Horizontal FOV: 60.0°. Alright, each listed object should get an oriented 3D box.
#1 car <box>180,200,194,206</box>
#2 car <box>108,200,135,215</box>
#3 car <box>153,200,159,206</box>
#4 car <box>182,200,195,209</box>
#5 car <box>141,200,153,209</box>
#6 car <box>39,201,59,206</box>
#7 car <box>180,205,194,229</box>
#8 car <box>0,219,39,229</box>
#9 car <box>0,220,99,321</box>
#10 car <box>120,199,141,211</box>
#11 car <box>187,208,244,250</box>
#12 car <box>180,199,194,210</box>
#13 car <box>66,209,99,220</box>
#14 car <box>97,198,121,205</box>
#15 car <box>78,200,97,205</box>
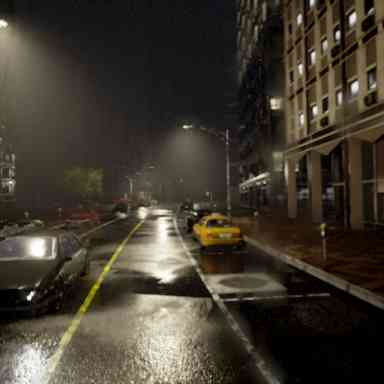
[{"bbox_3d":[-0.638,1.902,43.445,1.947,1.339,4.313,0,0,0],"label":"car"},{"bbox_3d":[-8.625,2.027,41.102,1.947,1.339,4.313,0,-1,-1],"label":"car"},{"bbox_3d":[-7.890,2.237,68.355,2.008,1.369,4.403,0,0,4],"label":"car"},{"bbox_3d":[-0.536,1.970,54.775,1.887,1.381,4.507,0,0,2],"label":"car"},{"bbox_3d":[-8.467,2.150,57.554,2.008,1.369,4.403,0,0,2],"label":"car"},{"bbox_3d":[-37.357,3.068,88.008,4.403,1.369,2.008,-1,-2,12],"label":"car"},{"bbox_3d":[0.463,1.707,20.352,1.947,1.339,4.313,0,-1,-5],"label":"car"},{"bbox_3d":[-6.877,1.773,12.983,1.947,1.339,4.313,0,-1,-6],"label":"car"},{"bbox_3d":[-3.677,1.665,7.968,2.033,1.411,5.357,-1,0,-7],"label":"car"},{"bbox_3d":[-8.667,2.033,46.430,1.752,1.417,4.829,0,0,0],"label":"car"},{"bbox_3d":[1.002,1.617,14.701,1.752,1.417,4.829,0,-1,-6],"label":"car"},{"bbox_3d":[-0.638,1.822,49.134,1.967,1.590,4.097,0,0,1],"label":"car"},{"bbox_3d":[-7.886,1.893,24.283,1.802,1.307,4.206,0,-1,-4],"label":"car"},{"bbox_3d":[-20.977,2.664,84.404,4.313,1.339,1.947,-1,-2,12],"label":"car"},{"bbox_3d":[-26.437,2.789,85.606,4.403,1.369,2.008,-1,-2,12],"label":"car"}]
